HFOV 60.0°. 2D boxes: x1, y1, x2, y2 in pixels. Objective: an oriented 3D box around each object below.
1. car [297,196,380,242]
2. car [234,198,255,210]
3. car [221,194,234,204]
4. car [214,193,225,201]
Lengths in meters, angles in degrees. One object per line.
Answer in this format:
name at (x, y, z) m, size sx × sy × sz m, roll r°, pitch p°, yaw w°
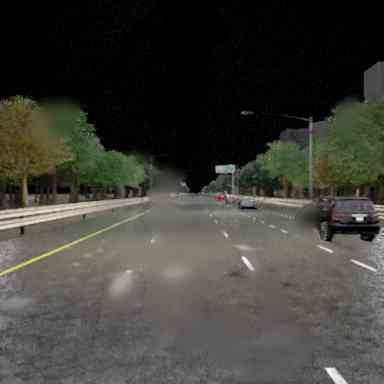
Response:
car at (7.027, 1.231, 16.600) m, size 2.150 × 2.045 × 5.566 m, roll 0°, pitch 0°, yaw 0°
car at (7.139, 1.606, 44.121) m, size 1.994 × 1.385 × 4.181 m, roll 0°, pitch 0°, yaw 0°
car at (7.267, 1.556, 63.540) m, size 2.128 × 1.511 × 4.902 m, roll 0°, pitch 0°, yaw 0°
car at (7.442, 1.313, 83.612) m, size 2.150 × 2.045 × 5.566 m, roll 0°, pitch 0°, yaw 1°
